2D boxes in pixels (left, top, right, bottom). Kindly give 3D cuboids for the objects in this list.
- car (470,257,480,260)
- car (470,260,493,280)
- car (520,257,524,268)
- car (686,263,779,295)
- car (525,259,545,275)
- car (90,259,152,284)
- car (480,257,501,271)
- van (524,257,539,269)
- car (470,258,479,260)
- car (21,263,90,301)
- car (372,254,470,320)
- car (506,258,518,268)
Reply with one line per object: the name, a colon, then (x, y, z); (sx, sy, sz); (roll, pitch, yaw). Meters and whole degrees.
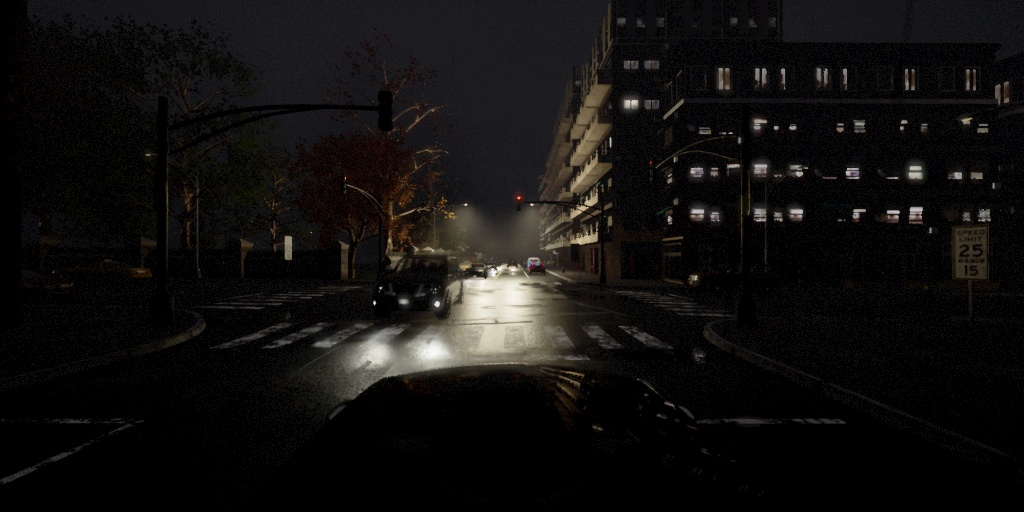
car: (-5.636, 1.097, 51.206); (2.192, 1.841, 5.009); (0, 0, 0)
car: (-3.066, 1.310, 32.297); (2.033, 1.411, 5.357); (0, 0, 0)
car: (2.751, 1.230, 56.827); (1.967, 1.591, 4.097); (0, 0, 0)
car: (13.471, 1.353, 21.953); (5.009, 1.841, 2.192); (0, 0, 0)
car: (2.732, 1.314, 39.936); (1.888, 1.381, 4.507); (0, 0, 0)
car: (-24.721, 0.882, 21.631); (4.829, 1.417, 1.751); (0, 0, 0)
car: (-3.041, 1.274, 50.822); (2.128, 1.511, 4.902); (0, 0, 0)
van: (2.739, 1.116, 45.566); (1.690, 1.789, 3.998); (0, 0, 0)
car: (-5.642, 1.300, 45.406); (1.751, 1.417, 4.829); (0, 0, 0)
car: (-18.949, 1.007, 13.299); (4.207, 1.307, 1.802); (0, 0, 0)
car: (-3.059, 0.938, 12.940); (2.150, 2.045, 5.566); (1, 0, 0)
car: (0.066, 1.304, 62.609); (1.837, 1.490, 4.892); (0, 0, 0)
